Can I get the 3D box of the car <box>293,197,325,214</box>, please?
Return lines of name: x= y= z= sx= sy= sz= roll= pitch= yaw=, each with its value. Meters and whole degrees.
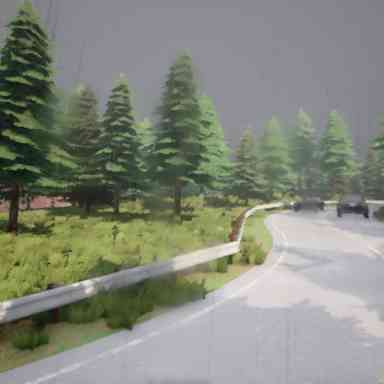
car: x=10.324 y=1.121 z=29.211 sx=1.895 sy=1.301 sz=4.718 roll=1 pitch=1 yaw=31

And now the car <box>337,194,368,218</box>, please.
car: x=12.651 y=0.937 z=26.188 sx=2.097 sy=1.767 sz=4.553 roll=1 pitch=2 yaw=26
